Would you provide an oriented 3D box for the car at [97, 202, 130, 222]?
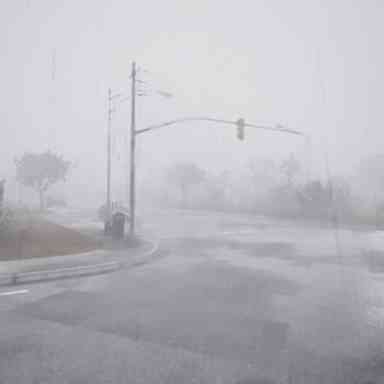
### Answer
[{"bbox_3d":[-6.444,1.636,27.552,2.128,1.511,4.902,1,0,-32],"label":"car"}]

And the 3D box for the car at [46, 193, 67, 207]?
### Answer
[{"bbox_3d":[-20.139,1.120,49.310,2.150,2.045,5.566,1,1,-31],"label":"car"}]
